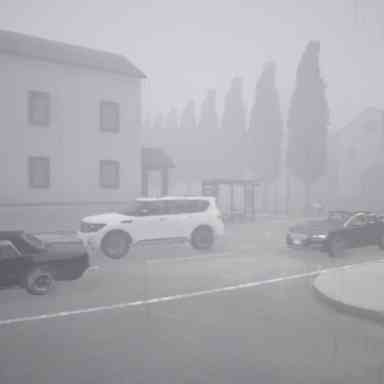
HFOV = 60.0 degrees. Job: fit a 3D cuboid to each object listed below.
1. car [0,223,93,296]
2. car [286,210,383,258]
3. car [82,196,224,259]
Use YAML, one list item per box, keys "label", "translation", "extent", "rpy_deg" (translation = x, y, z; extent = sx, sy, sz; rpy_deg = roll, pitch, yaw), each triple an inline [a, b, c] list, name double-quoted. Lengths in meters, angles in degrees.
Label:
- label: "car"
  translation: [-4.794, 1.566, 7.392]
  extent: [4.718, 1.301, 1.895]
  rpy_deg: [0, 0, -22]
- label: "car"
  translation: [5.737, 1.456, 12.642]
  extent: [4.902, 1.511, 2.128]
  rpy_deg: [0, 0, -30]
- label: "car"
  translation: [-1.418, 1.174, 12.708]
  extent: [5.566, 2.045, 2.150]
  rpy_deg: [0, 0, -28]
